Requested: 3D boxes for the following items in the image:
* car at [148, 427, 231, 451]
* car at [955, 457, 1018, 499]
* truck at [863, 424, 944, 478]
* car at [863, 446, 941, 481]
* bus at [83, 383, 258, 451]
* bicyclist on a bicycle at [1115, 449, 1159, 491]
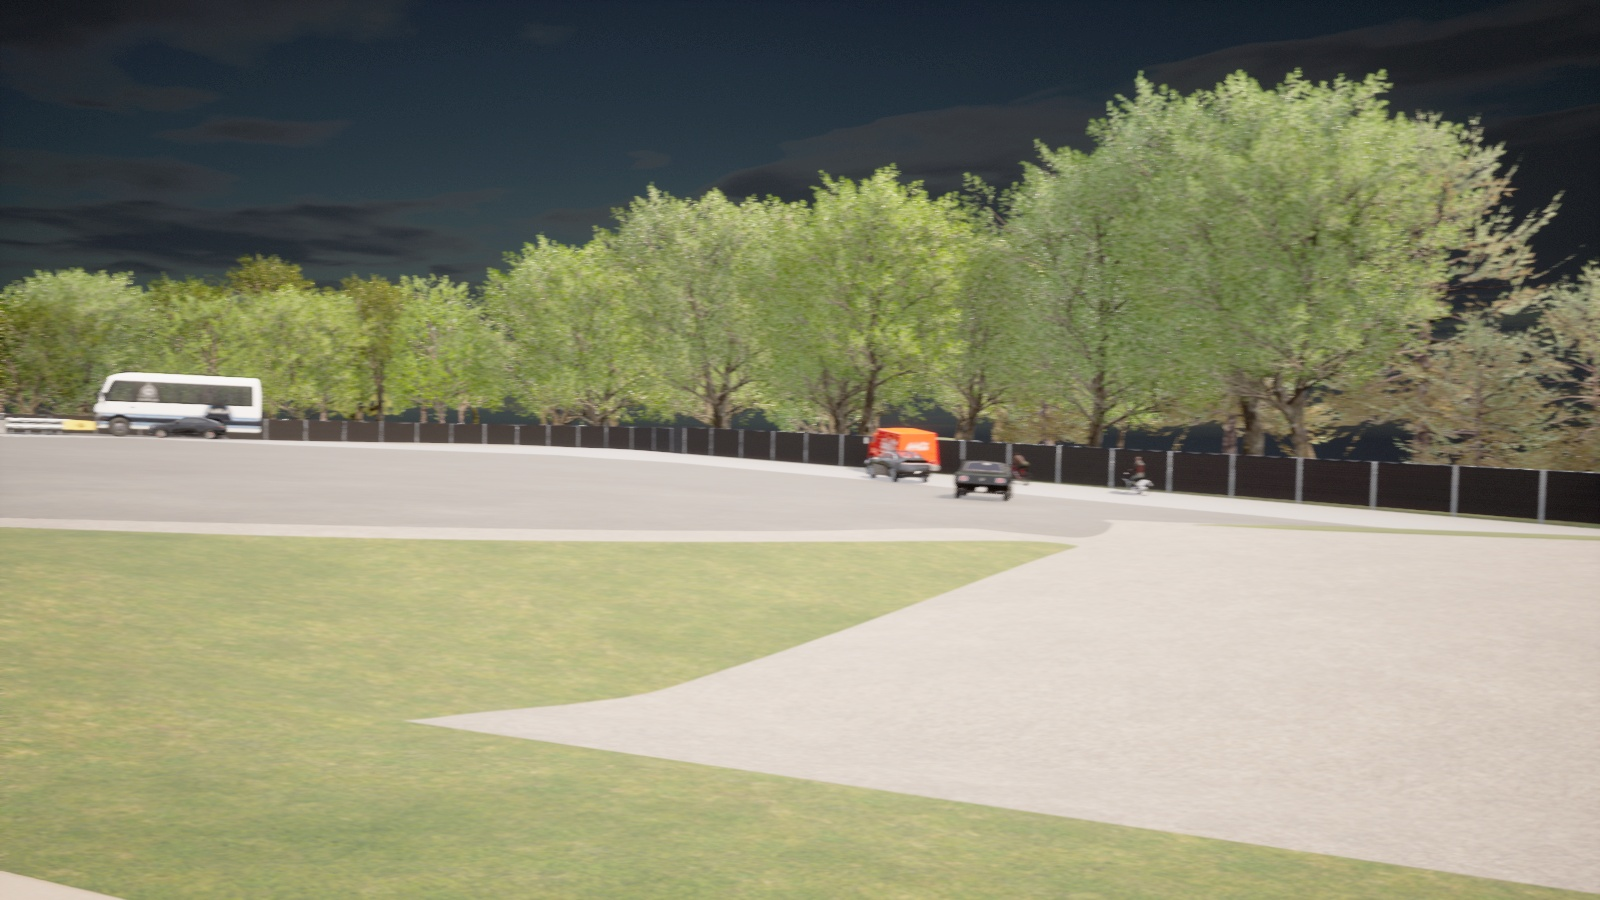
[{"bbox_3d":[-39.634,-0.715,81.656,4.674,1.442,1.812,1,0,-21],"label":"car"},{"bbox_3d":[6.513,0.923,43.443,1.895,1.301,4.718,2,0,11],"label":"car"},{"bbox_3d":[5.579,-0.014,68.267,2.627,2.467,5.204,-2,5,-17],"label":"truck"},{"bbox_3d":[4.999,0.643,62.285,2.128,1.511,4.902,0,2,-18],"label":"car"},{"bbox_3d":[-42.281,-2.180,84.761,10.273,4.253,3.944,1,1,-26],"label":"bus"},{"bbox_3d":[15.028,0.890,56.038,0.659,1.776,1.843,-1,3,-40],"label":"bicyclist on a bicycle"}]
